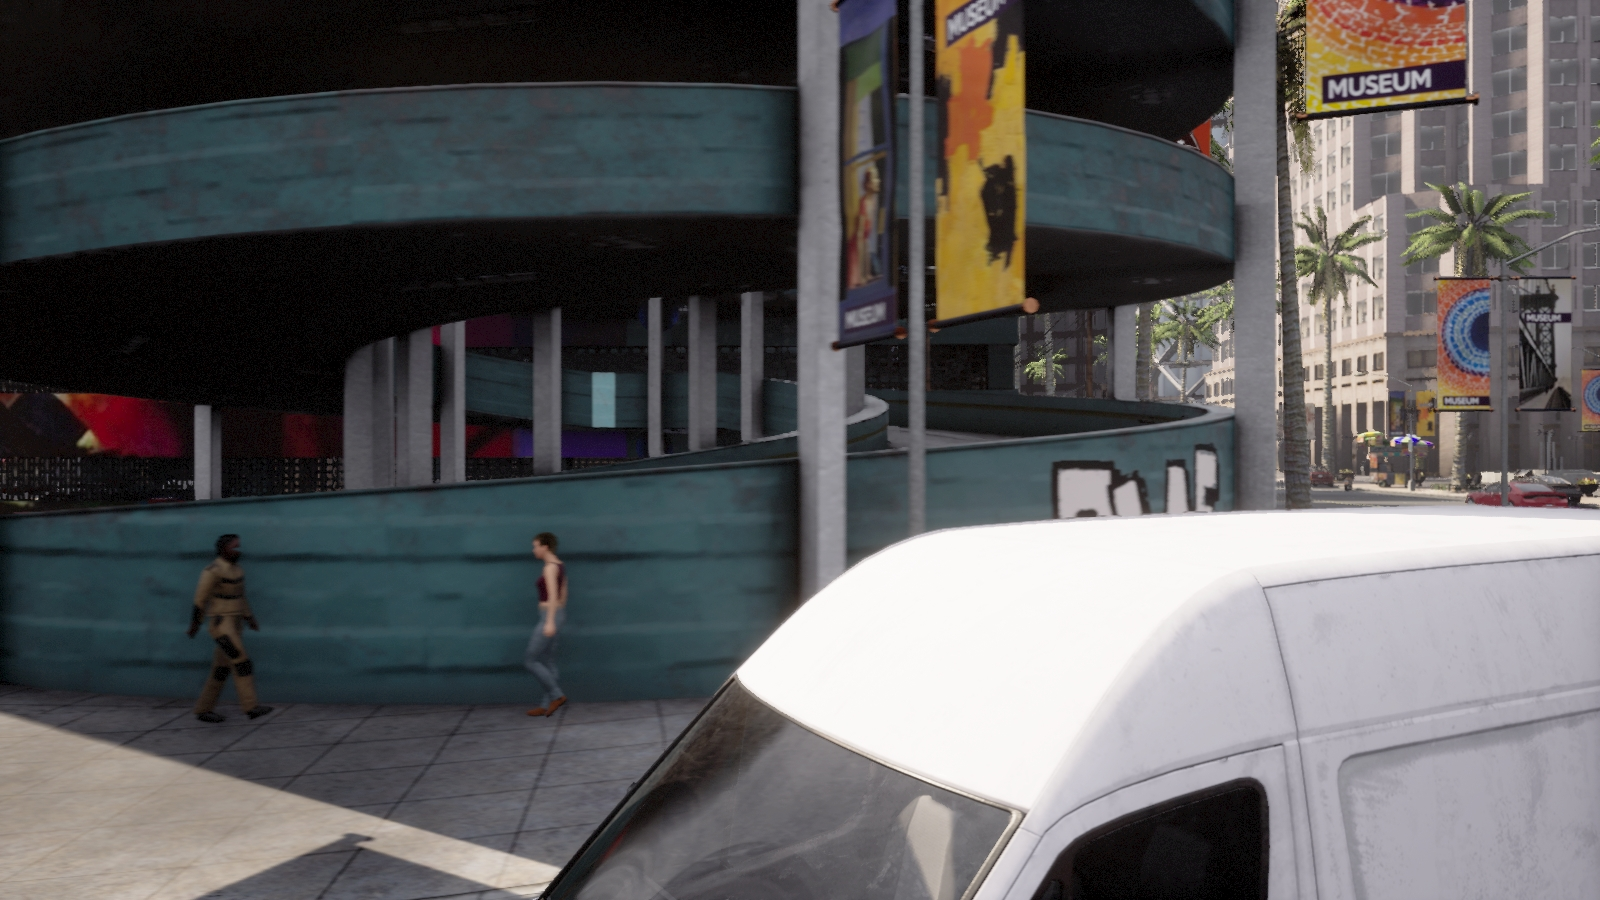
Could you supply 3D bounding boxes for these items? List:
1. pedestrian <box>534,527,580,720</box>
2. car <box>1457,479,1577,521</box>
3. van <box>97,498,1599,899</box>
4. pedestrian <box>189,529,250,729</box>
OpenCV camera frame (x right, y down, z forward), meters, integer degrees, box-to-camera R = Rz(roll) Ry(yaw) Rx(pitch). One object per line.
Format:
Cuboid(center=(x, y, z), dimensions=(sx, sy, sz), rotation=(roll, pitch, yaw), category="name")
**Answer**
Cuboid(center=(-2.401, 1.700, 11.303), dimensions=(0.375, 1.860, 0.375), rotation=(0, 0, 2), category="pedestrian")
Cuboid(center=(29.801, 2.047, 47.711), dimensions=(2.097, 1.535, 5.006), rotation=(0, 0, 3), category="car")
Cuboid(center=(1.286, 1.535, 3.723), dimensions=(5.915, 2.561, 1.988), rotation=(0, 0, -26), category="van")
Cuboid(center=(-5.585, 1.703, 11.007), dimensions=(0.375, 1.860, 0.375), rotation=(0, 0, 9), category="pedestrian")
